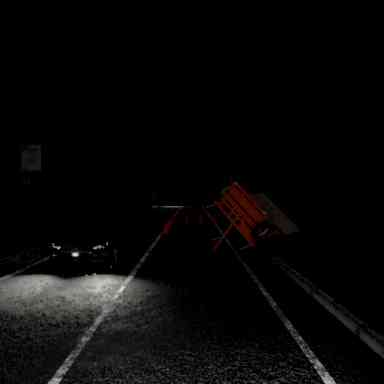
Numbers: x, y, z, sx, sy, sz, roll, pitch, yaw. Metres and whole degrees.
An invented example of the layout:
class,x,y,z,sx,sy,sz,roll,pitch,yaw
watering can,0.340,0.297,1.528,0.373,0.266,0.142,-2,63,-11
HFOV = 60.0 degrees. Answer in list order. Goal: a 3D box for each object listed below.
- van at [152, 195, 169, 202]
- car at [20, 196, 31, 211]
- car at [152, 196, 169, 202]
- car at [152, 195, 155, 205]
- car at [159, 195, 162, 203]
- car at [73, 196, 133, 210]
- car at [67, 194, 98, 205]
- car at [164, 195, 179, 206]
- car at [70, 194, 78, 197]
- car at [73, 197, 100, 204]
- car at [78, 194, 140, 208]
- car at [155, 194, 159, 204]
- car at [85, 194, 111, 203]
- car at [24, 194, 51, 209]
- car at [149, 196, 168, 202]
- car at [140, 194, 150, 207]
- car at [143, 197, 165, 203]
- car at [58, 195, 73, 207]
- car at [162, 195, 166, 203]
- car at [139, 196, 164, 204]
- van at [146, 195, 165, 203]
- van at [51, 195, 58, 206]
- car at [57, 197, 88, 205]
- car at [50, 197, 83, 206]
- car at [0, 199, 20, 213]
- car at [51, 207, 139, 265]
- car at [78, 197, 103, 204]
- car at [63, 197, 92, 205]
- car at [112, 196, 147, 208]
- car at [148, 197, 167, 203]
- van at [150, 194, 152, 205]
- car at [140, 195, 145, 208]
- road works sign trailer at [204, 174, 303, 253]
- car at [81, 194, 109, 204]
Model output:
class,x,y,z,sx,sy,sz,roll,pitch,yaw
van,-8.783,1.786,92.113,4.442,1.987,1.878,0,-1,0
car,-21.926,1.513,38.851,4.674,1.452,2.002,0,0,0
car,-8.935,1.921,94.915,4.553,1.767,2.185,0,-1,0
car,-8.842,1.584,52.870,4.892,1.521,2.231,0,-1,0
car,-8.887,1.408,61.282,5.566,2.045,2.435,0,-1,0
car,-8.841,1.450,33.251,4.892,1.521,2.231,0,0,0
car,-21.917,1.460,66.699,5.566,2.045,2.435,0,-1,0
car,-3.249,1.719,57.211,1.994,1.385,4.181,0,0,0
car,-21.745,1.605,55.557,5.366,1.575,1.946,0,-1,0
car,-21.944,1.741,69.483,5.008,1.535,2.097,0,-1,0
car,-8.874,1.208,36.054,5.566,2.045,2.435,0,0,0
car,-8.849,1.634,58.476,5.008,1.535,2.097,0,-1,0
car,-21.932,1.585,77.715,5.566,2.045,2.435,0,-1,0
car,-21.892,1.385,44.421,4.553,1.767,2.185,0,0,0
car,-8.891,1.977,89.307,5.008,1.535,2.097,0,-1,0
car,-8.872,1.259,44.464,5.566,2.045,2.435,0,0,0
car,-8.910,1.869,78.095,4.792,1.488,2.163,0,-1,0
car,-21.925,1.623,52.772,4.674,1.452,2.002,0,-1,0
car,-8.868,1.772,72.492,5.008,1.535,2.097,0,-1,0
car,-9.063,1.802,75.292,5.366,1.575,1.946,0,-1,0
van,-8.768,1.648,80.901,4.442,1.987,1.878,0,-1,0
van,-22.040,1.307,47.202,4.442,1.987,1.878,0,0,0
car,-21.908,1.689,61.128,4.792,1.488,2.163,0,-1,0
car,-21.928,1.634,58.343,5.008,1.535,2.097,0,-1,0
car,-21.930,1.458,36.065,5.008,1.535,2.097,0,0,0
car,-3.250,1.494,11.690,1.837,1.490,4.892,0,0,0
car,-21.950,1.810,72.143,4.674,1.452,2.002,0,-1,0
car,-21.970,1.714,63.913,4.792,1.488,2.163,0,-1,0
car,-8.813,1.407,47.263,4.553,1.767,2.185,0,-1,0
car,-8.863,1.973,86.504,4.792,1.488,2.163,0,-1,0
van,-8.730,1.332,50.068,4.442,1.987,1.878,0,-1,0
car,-8.849,1.490,41.656,4.892,1.521,2.231,0,0,0
road works sign trailer,2.367,1.056,12.647,3.560,2.880,2.380,-5,45,-44
car,-21.927,1.552,75.054,5.566,2.045,2.435,0,-1,0
